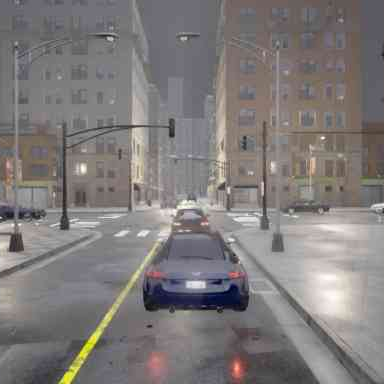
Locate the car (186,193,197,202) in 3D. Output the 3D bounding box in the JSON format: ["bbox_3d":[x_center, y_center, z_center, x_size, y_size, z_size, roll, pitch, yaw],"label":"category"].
[{"bbox_3d":[-0.070,1.275,76.236,2.150,2.045,5.566,0,0,0],"label":"car"}]

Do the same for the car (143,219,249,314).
[{"bbox_3d":[0.084,1.564,7.725,1.994,1.385,4.181,0,0,0],"label":"car"}]

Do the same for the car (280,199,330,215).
[{"bbox_3d":[11.161,1.450,33.236,4.892,1.490,1.837,0,0,0],"label":"car"}]

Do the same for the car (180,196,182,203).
[{"bbox_3d":[-3.099,1.534,57.656,1.837,1.490,4.892,0,0,0],"label":"car"}]

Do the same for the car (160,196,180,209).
[{"bbox_3d":[-3.064,1.369,44.645,2.097,1.767,4.553,0,0,0],"label":"car"}]

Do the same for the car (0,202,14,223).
[{"bbox_3d":[-15.221,1.616,23.124,4.181,1.385,1.994,0,0,0],"label":"car"}]

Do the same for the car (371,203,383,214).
[{"bbox_3d":[20.423,1.439,33.289,4.674,1.442,1.812,0,0,-1],"label":"car"}]

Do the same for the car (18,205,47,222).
[{"bbox_3d":[-14.150,1.648,26.379,4.718,1.301,1.895,0,0,0],"label":"car"}]

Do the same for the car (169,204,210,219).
[{"bbox_3d":[-0.085,1.525,16.469,1.812,1.442,4.674,0,0,-1],"label":"car"}]

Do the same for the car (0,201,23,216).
[{"bbox_3d":[-19.968,1.617,32.928,5.357,1.411,2.033,0,0,2],"label":"car"}]

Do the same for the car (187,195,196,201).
[{"bbox_3d":[-0.103,1.584,86.624,2.128,1.511,4.902,0,0,0],"label":"car"}]

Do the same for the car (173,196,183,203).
[{"bbox_3d":[-3.061,1.572,72.823,2.128,1.511,4.902,0,0,0],"label":"car"}]
